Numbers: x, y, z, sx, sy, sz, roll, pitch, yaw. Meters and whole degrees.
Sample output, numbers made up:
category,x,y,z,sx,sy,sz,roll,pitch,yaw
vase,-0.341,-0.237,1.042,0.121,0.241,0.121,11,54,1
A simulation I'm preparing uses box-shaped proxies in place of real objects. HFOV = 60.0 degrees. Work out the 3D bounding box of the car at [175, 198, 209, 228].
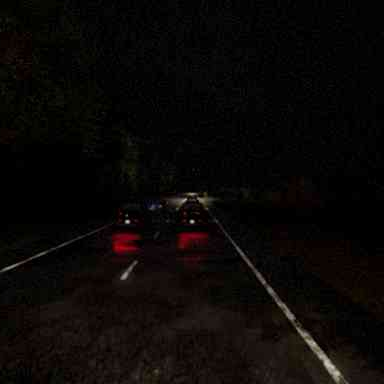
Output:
category,x,y,z,sx,sy,sz,roll,pitch,yaw
car,0.012,1.364,20.646,1.837,1.490,4.892,0,0,0

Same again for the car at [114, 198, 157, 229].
category,x,y,z,sx,sy,sz,roll,pitch,yaw
car,-3.486,1.364,20.461,1.837,1.490,4.892,0,0,0

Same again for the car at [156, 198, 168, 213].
category,x,y,z,sx,sy,sz,roll,pitch,yaw
car,-3.465,1.321,32.800,2.033,1.411,5.357,0,0,0

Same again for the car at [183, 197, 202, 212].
category,x,y,z,sx,sy,sz,roll,pitch,yaw
car,0.060,1.316,35.898,1.994,1.385,4.181,0,1,0
